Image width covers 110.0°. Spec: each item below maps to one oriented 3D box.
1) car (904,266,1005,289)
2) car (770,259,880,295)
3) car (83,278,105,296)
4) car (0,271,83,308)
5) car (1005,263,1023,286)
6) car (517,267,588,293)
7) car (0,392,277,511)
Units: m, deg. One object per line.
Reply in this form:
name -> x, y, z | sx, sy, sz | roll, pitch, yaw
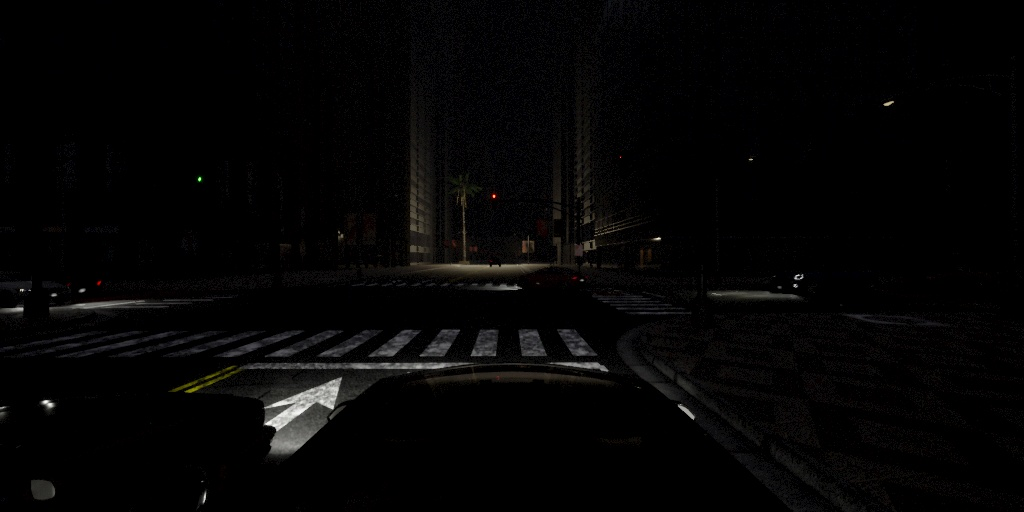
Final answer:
car -> 26.423, 1.275, 21.739 | 4.207, 1.307, 1.802 | 0, 0, -1
car -> 16.261, 1.056, 18.810 | 4.553, 1.767, 2.097 | 0, 0, -1
car -> -23.977, 1.466, 18.167 | 4.718, 1.301, 1.895 | 0, 0, 0
car -> -21.381, 1.353, 14.950 | 4.674, 1.442, 1.812 | 0, 0, 1
car -> 32.061, 1.117, 21.838 | 4.097, 1.591, 1.967 | 0, 0, -1
car -> 2.354, 1.338, 21.252 | 4.181, 1.385, 1.994 | 0, 0, 38
car -> -3.176, 1.297, 0.730 | 2.033, 1.411, 5.357 | 0, 0, 4
